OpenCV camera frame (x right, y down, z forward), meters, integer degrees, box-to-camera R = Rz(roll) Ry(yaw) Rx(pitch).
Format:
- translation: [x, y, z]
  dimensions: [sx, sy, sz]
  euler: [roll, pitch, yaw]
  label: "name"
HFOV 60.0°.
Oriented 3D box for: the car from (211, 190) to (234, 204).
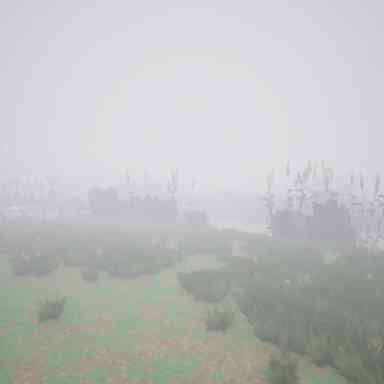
- translation: [5.831, 0.763, 48.854]
  dimensions: [2.150, 2.045, 5.566]
  euler: [0, -2, 44]
  label: "car"
